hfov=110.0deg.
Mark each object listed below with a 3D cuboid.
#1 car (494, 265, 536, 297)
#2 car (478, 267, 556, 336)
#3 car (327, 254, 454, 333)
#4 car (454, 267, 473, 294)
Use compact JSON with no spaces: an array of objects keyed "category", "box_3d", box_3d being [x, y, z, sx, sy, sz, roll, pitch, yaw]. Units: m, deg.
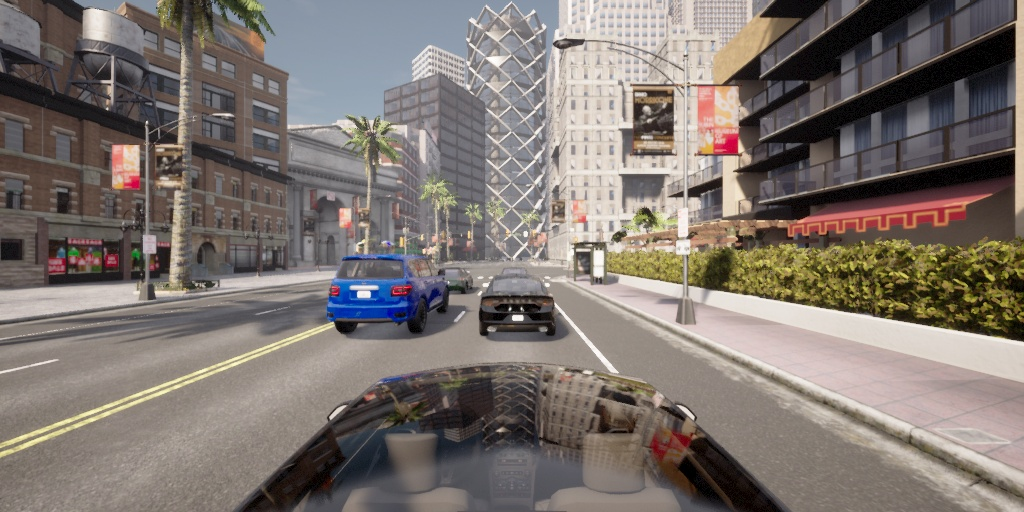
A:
[{"category":"car","box_3d":[0.144,1.297,20.061,2.033,1.411,5.357,0,0,0]},{"category":"car","box_3d":[0.131,1.227,10.471,1.882,1.535,5.008,0,0,0]},{"category":"car","box_3d":[-3.376,0.971,10.876,2.150,2.045,5.566,0,0,0]},{"category":"car","box_3d":[-3.350,1.313,20.235,1.994,1.385,4.181,0,0,0]}]
